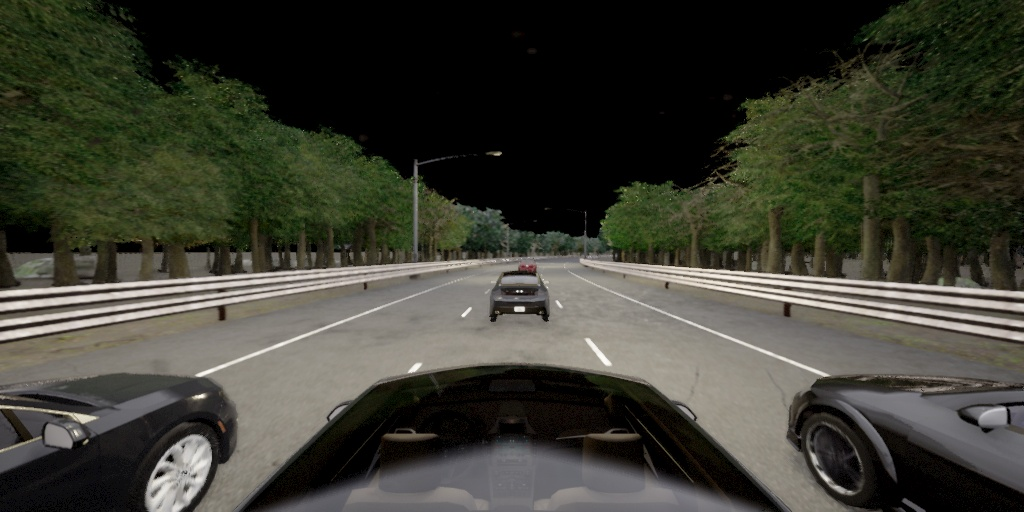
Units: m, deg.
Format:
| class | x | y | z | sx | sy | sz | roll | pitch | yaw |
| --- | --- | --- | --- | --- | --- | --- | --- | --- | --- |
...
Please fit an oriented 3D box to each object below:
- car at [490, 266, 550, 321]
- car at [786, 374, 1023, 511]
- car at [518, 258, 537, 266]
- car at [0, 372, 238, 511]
| class | x | y | z | sx | sy | sz | roll | pitch | yaw |
| --- | --- | --- | --- | --- | --- | --- | --- | --- | --- |
| car | 0.272 | 1.258 | 12.555 | 1.837 | 1.490 | 4.892 | 0 | 0 | 1 |
| car | 3.630 | 1.317 | 1.704 | 1.994 | 1.385 | 4.181 | 0 | 0 | 0 |
| car | 1.883 | 1.104 | 42.414 | 2.097 | 1.767 | 4.553 | 0 | 0 | 5 |
| car | -3.372 | 1.252 | 1.215 | 1.837 | 1.490 | 4.892 | 0 | 0 | 0 |
